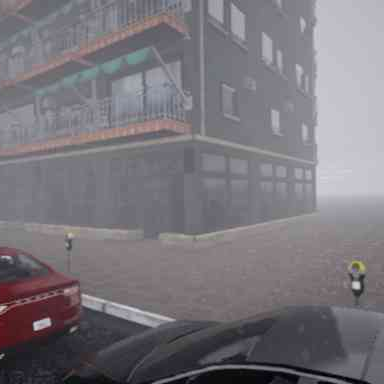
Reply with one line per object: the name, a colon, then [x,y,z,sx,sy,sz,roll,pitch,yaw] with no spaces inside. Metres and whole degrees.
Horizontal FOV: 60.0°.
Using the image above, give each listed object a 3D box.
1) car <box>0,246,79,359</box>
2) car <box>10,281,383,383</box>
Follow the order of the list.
car: [-3.749,1.608,5.643,4.507,1.381,1.887,-1,0,36]
car: [0.808,1.564,2.326,4.313,1.339,1.947,-1,0,36]
